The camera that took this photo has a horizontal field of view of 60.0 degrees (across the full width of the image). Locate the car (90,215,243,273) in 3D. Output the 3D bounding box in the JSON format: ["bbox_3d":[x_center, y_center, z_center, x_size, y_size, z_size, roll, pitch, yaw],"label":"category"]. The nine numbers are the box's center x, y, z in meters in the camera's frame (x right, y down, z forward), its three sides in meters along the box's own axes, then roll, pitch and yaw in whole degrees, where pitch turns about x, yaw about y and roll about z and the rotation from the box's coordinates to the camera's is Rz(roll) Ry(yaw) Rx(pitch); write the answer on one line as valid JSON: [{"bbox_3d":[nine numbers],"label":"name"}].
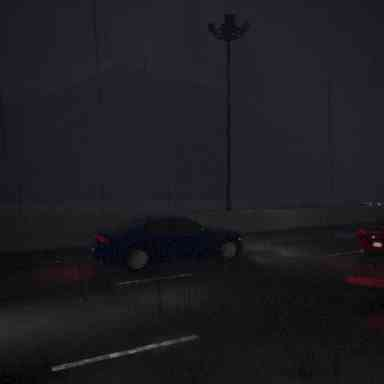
[{"bbox_3d":[-0.670,1.477,10.720,5.008,1.535,1.882,0,0,-28],"label":"car"}]

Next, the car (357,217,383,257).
[{"bbox_3d":[7.854,1.477,11.510,5.008,1.535,1.882,0,0,-30],"label":"car"}]

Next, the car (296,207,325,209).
[{"bbox_3d":[11.973,1.601,35.331,4.718,1.301,1.895,0,0,-36],"label":"car"}]
